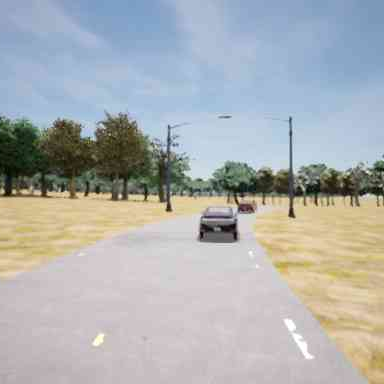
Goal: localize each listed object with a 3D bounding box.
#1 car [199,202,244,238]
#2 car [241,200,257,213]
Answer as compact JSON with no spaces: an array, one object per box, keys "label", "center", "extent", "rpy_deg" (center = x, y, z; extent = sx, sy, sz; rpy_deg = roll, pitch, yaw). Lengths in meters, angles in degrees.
[{"label":"car","center":[1.466,1.461,17.302],"extent":[2.128,1.511,4.902],"rpy_deg":[0,0,8]},{"label":"car","center":[6.789,1.714,40.601],"extent":[1.882,1.535,5.008],"rpy_deg":[-1,-1,18]}]
